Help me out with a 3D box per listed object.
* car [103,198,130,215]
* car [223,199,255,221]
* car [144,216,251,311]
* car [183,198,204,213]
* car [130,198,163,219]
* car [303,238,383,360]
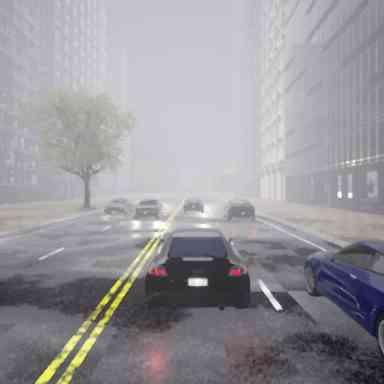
[{"bbox_3d":[-6.527,1.264,30.413,2.033,1.411,5.357,0,0,0],"label":"car"},{"bbox_3d":[3.385,1.249,24.482,1.882,1.535,5.008,0,1,0],"label":"car"},{"bbox_3d":[0.109,1.491,7.687,1.994,1.385,4.181,0,1,0],"label":"car"},{"bbox_3d":[0.148,1.263,32.288,1.994,1.385,4.181,0,1,0],"label":"car"},{"bbox_3d":[-3.301,1.263,25.951,1.837,1.490,4.892,0,1,0],"label":"car"},{"bbox_3d":[3.356,1.474,5.422,1.812,1.442,4.674,0,1,0],"label":"car"}]
